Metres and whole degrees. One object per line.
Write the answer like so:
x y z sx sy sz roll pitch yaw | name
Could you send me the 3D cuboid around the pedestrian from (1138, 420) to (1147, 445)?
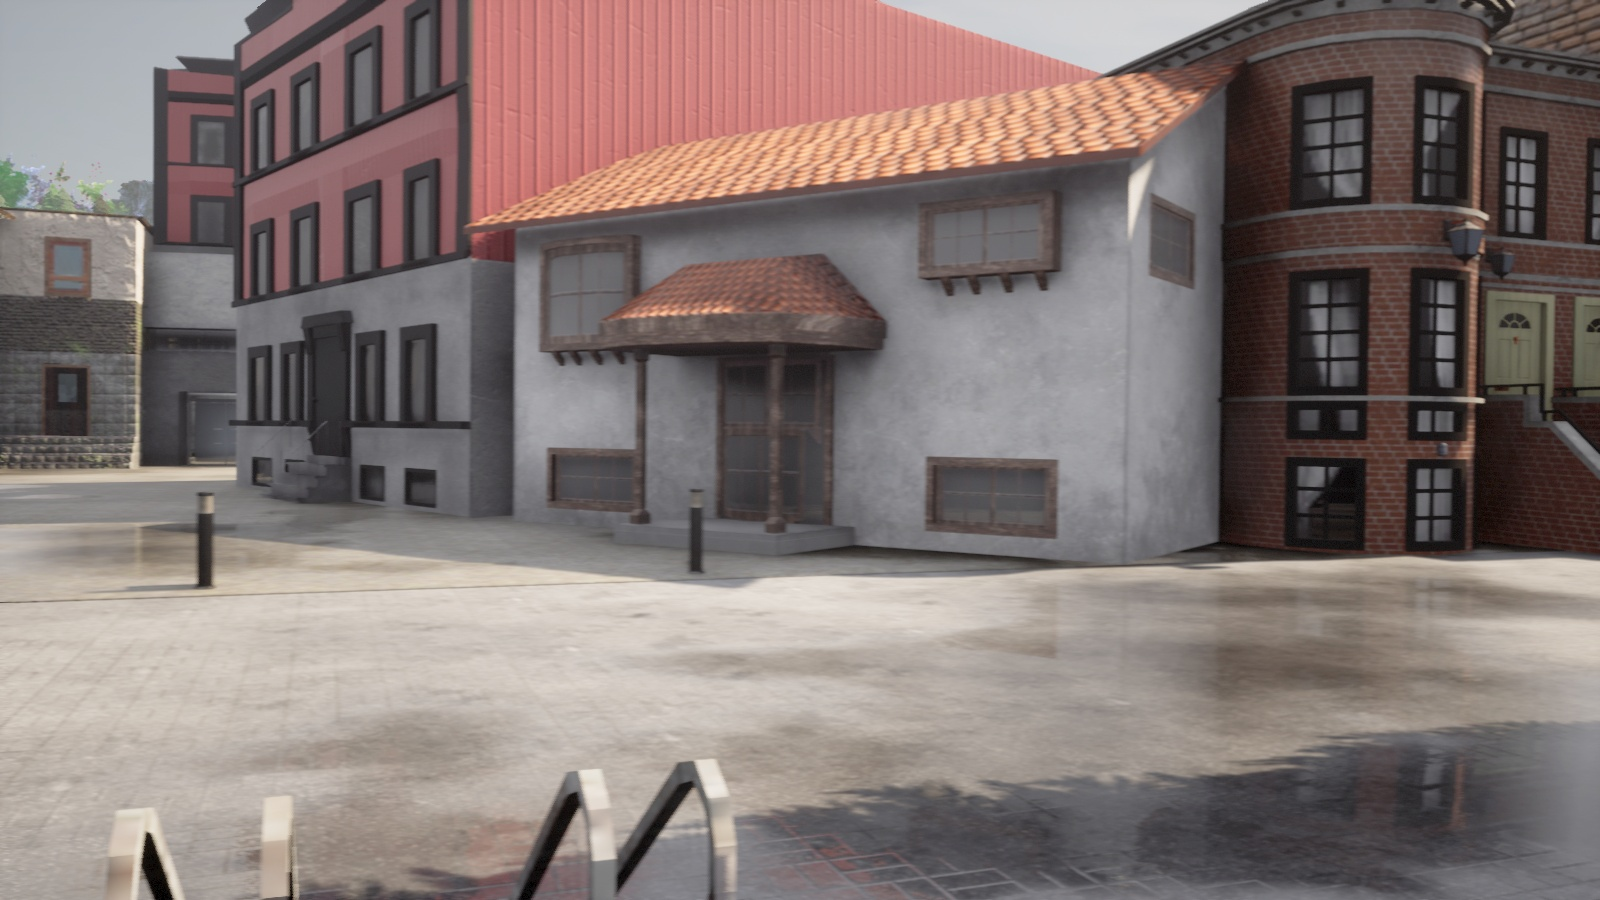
25.992 -1.323 95.245 0.331 1.846 0.636 -1 1 -21 | pedestrian
